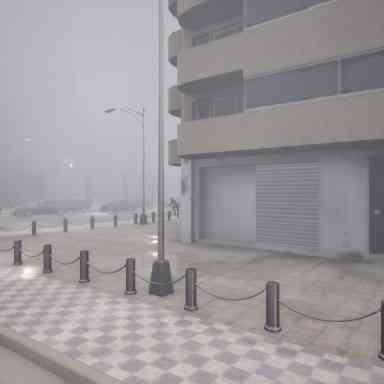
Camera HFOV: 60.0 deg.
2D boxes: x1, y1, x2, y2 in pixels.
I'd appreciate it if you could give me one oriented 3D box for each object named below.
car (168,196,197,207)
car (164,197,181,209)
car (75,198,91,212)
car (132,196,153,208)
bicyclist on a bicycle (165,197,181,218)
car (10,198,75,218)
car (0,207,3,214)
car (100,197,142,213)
[{"bbox_3d":[-1.371,1.449,51.296,1.837,1.490,4.892,0,0,36],"label":"car"},{"bbox_3d":[-2.111,1.508,44.344,1.994,1.385,4.181,0,0,36],"label":"car"},{"bbox_3d":[-13.097,1.449,35.165,1.837,1.490,4.892,0,0,36],"label":"car"},{"bbox_3d":[-7.229,1.296,43.247,2.097,1.767,4.553,0,0,36],"label":"car"},{"bbox_3d":[-1.503,1.246,26.483,1.656,1.620,0.582,0,0,36],"label":"bicyclist on a bicycle"},{"bbox_3d":[-13.202,1.436,29.059,2.128,1.511,4.902,0,0,36],"label":"car"},{"bbox_3d":[-18.581,1.545,27.626,1.895,1.301,4.718,0,0,36],"label":"car"},{"bbox_3d":[-7.969,1.508,36.275,1.994,1.385,4.181,0,0,36],"label":"car"}]
